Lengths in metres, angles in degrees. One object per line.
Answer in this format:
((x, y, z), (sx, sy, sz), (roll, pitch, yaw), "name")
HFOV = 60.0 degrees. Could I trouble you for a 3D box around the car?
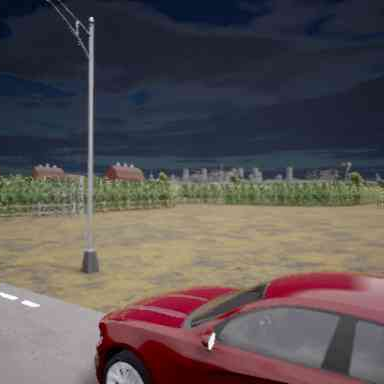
((1.210, 1.511, 3.052), (5.008, 1.535, 1.882), (0, -1, 35), "car")
